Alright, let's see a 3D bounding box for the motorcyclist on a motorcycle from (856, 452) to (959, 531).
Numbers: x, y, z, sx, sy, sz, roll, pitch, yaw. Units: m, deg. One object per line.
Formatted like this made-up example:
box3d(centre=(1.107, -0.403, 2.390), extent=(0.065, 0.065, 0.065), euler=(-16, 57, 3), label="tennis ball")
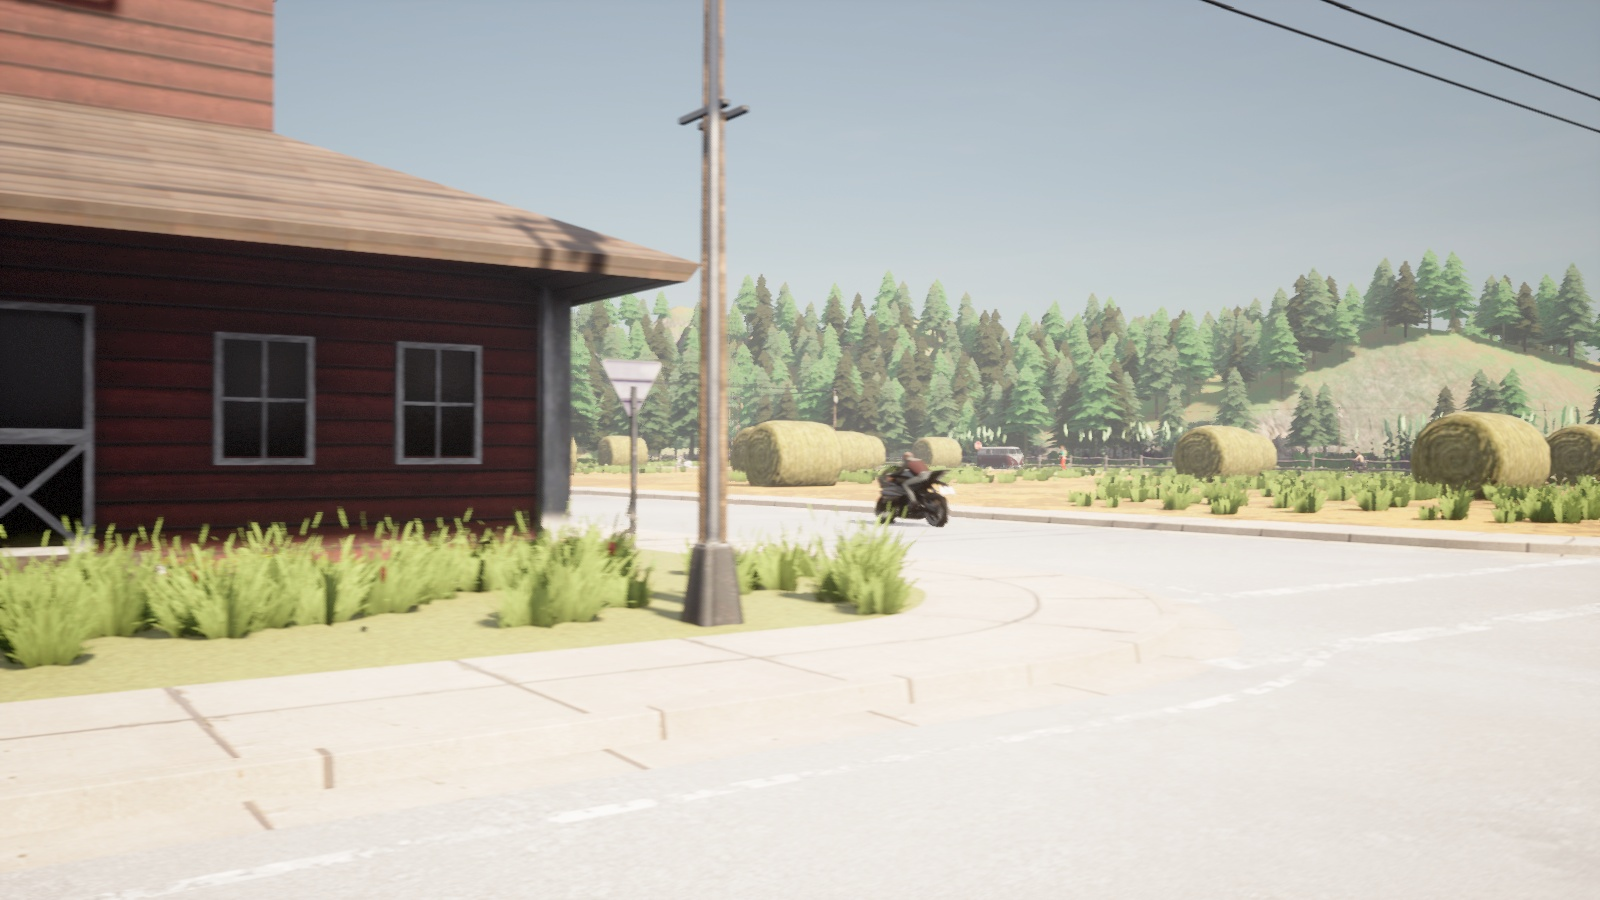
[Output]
box3d(centre=(2.149, 0.806, 25.458), extent=(0.866, 1.530, 2.191), euler=(0, 0, -36), label="motorcyclist on a motorcycle")
